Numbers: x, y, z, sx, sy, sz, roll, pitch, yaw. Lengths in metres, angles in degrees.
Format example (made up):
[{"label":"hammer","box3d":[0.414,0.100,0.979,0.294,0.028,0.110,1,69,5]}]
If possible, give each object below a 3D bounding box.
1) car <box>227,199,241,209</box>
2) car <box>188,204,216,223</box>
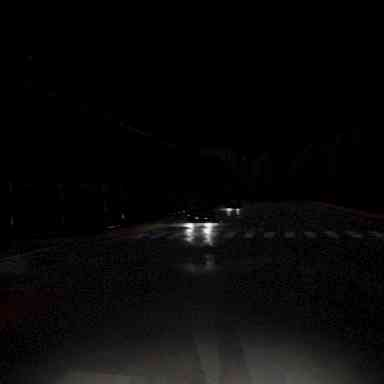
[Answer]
[{"label":"car","box3d":[6.836,1.927,54.240,1.812,1.442,4.674,-2,-1,13]},{"label":"car","box3d":[0.941,1.868,29.321,1.837,1.490,4.892,-2,0,13]}]
